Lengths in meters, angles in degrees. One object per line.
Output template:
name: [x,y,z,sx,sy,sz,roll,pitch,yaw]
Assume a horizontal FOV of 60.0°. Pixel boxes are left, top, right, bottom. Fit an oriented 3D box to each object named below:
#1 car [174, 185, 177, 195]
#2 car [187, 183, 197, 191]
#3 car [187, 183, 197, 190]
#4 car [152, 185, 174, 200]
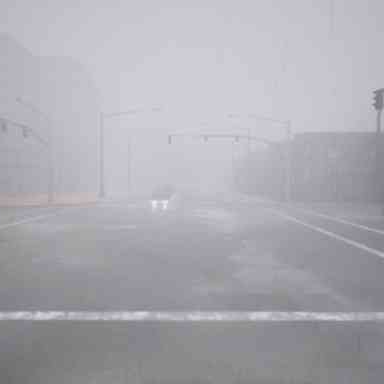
car: [-3.587,-0.249,49.355,1.837,1.490,4.892,0,2,0]
car: [0.017,-0.989,69.060,1.812,1.442,4.674,0,2,0]
car: [0.012,-1.381,79.234,2.128,1.511,4.902,0,2,0]
car: [-3.592,0.193,39.431,1.994,1.385,4.181,0,2,0]
